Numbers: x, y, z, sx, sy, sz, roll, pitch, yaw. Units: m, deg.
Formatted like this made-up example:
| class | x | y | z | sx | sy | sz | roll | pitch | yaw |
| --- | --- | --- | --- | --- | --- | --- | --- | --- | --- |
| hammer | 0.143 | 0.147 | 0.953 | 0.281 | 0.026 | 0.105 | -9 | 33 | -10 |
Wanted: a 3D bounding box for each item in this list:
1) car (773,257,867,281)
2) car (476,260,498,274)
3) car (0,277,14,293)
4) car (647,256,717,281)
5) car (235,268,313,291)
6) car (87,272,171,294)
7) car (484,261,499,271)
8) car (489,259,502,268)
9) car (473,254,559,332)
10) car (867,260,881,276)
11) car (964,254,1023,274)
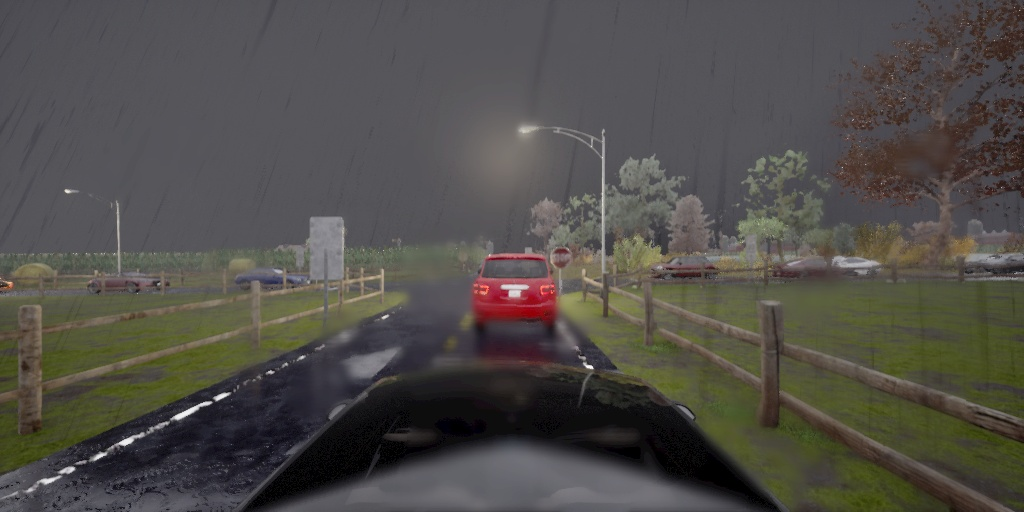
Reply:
| class | x | y | z | sx | sy | sz | roll | pitch | yaw |
| --- | --- | --- | --- | --- | --- | --- | --- | --- | --- |
| car | 19.681 | 0.887 | 23.341 | 4.674 | 1.442 | 1.812 | -1 | 0 | 1 |
| car | -2.805 | 1.223 | 40.891 | 2.128 | 1.511 | 4.902 | 0 | 0 | 0 |
| car | -37.274 | 1.757 | 24.438 | 4.553 | 1.767 | 2.097 | -1 | 0 | 1 |
| car | 12.345 | 0.834 | 26.340 | 4.553 | 1.767 | 2.097 | -1 | 0 | -1 |
| car | -15.864 | 1.528 | 23.968 | 4.674 | 1.442 | 1.812 | -1 | 0 | 3 |
| car | -25.782 | 1.751 | 24.203 | 4.181 | 1.385 | 1.994 | -1 | 0 | 1 |
| car | -2.811 | 1.334 | 50.393 | 1.895 | 1.301 | 4.718 | 0 | 0 | 0 |
| car | -2.758 | 1.286 | 61.058 | 2.033 | 1.411 | 5.357 | 0 | 0 | 1 |
| car | 0.150 | 0.961 | 10.942 | 2.150 | 2.045 | 5.566 | 0 | 0 | 2 |
| car | 24.072 | 0.803 | 26.169 | 4.674 | 1.442 | 1.812 | -1 | 0 | 1 |
| car | 35.608 | 0.607 | 25.944 | 4.674 | 1.442 | 1.812 | -1 | 0 | 1 |
